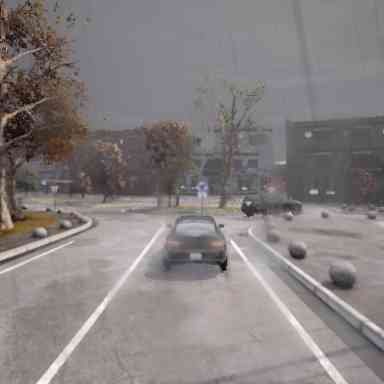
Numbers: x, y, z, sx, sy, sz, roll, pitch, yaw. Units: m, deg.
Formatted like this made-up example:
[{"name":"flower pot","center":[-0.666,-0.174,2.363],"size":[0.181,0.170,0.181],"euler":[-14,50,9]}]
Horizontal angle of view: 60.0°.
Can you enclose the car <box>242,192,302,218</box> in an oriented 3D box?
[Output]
[{"name":"car","center":[6.549,1.015,27.076],"size":[5.566,2.045,2.150],"euler":[-1,0,-35]}]

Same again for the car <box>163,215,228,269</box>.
[{"name":"car","center":[0.112,1.486,10.885],"size":[1.812,1.442,4.674],"euler":[0,0,0]}]
